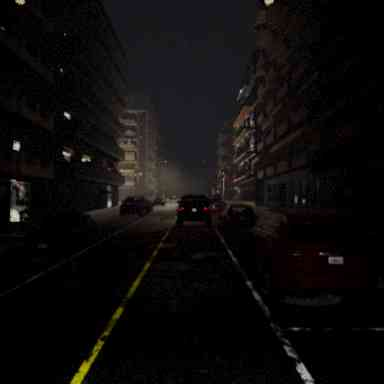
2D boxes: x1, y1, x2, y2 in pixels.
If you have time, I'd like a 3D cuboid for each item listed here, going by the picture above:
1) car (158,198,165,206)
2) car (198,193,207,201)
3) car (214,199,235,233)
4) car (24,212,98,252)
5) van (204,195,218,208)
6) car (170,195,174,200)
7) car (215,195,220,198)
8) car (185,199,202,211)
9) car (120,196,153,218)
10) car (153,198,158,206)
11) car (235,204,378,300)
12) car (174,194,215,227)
[{"bbox_3d":[-5.177,1.564,52.659,1.802,1.307,4.206,1,0,0],"label":"car"},{"bbox_3d":[2.797,1.343,90.767,2.192,1.841,5.009,1,0,0],"label":"car"},{"bbox_3d":[2.596,1.413,19.398,1.967,1.590,4.097,1,0,0],"label":"car"},{"bbox_3d":[-5.265,1.545,13.945,1.947,1.339,4.313,1,0,0],"label":"car"},{"bbox_3d":[2.662,1.316,47.055,1.690,1.788,3.998,1,0,0],"label":"van"},{"bbox_3d":[-5.088,1.595,90.739,1.947,1.339,4.313,1,0,0],"label":"car"},{"bbox_3d":[2.650,1.286,41.524,2.192,1.841,5.009,1,0,0],"label":"car"},{"bbox_3d":[0.189,1.571,40.341,1.895,1.301,4.718,0,0,0],"label":"car"},{"bbox_3d":[-5.221,1.283,30.534,2.192,1.841,5.009,1,0,0],"label":"car"},{"bbox_3d":[-5.214,1.514,36.066,1.887,1.381,4.507,1,0,0],"label":"car"},{"bbox_3d":[2.574,1.300,8.335,2.192,1.841,5.009,1,0,0],"label":"car"},{"bbox_3d":[0.151,1.189,22.662,2.150,2.045,5.566,0,0,0],"label":"car"}]
